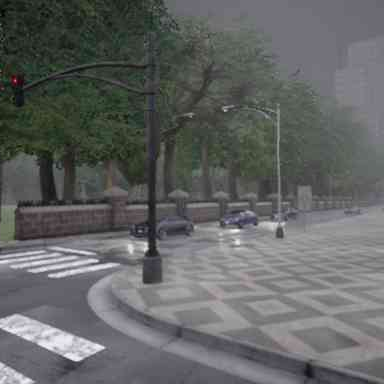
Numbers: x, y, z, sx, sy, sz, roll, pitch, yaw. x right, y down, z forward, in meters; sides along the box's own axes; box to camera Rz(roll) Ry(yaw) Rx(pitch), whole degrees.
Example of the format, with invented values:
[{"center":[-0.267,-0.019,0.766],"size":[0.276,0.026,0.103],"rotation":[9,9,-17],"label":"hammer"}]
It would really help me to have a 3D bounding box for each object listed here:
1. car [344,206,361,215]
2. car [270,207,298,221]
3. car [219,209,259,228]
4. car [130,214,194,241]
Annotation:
[{"center":[25.480,2.859,52.664],"size":[2.033,1.411,5.357],"rotation":[-1,-2,34],"label":"car"},{"center":[10.086,2.358,36.373],"size":[2.128,1.511,4.902],"rotation":[-1,-2,35],"label":"car"},{"center":[4.076,2.173,27.875],"size":[1.812,1.442,4.674],"rotation":[-1,-2,35],"label":"car"},{"center":[-1.677,2.005,19.712],"size":[1.994,1.385,4.181],"rotation":[-1,-2,36],"label":"car"}]
